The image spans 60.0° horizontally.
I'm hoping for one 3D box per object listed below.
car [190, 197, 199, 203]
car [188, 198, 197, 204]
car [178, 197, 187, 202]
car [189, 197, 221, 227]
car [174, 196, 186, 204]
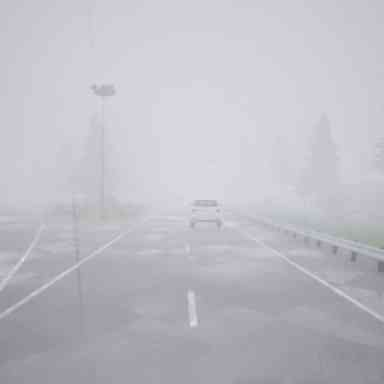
[{"bbox_3d":[0.797,2.249,95.107,2.128,1.511,4.902,1,-1,5],"label":"car"},{"bbox_3d":[0.223,2.280,84.978,2.128,1.511,4.902,1,-1,3],"label":"car"},{"bbox_3d":[-2.726,2.140,94.933,1.882,1.535,5.008,1,-1,5],"label":"car"},{"bbox_3d":[1.008,1.461,25.296,2.150,2.045,5.566,1,0,1],"label":"car"},{"bbox_3d":[-3.306,1.928,84.236,2.150,2.045,5.566,1,-1,3],"label":"car"}]
